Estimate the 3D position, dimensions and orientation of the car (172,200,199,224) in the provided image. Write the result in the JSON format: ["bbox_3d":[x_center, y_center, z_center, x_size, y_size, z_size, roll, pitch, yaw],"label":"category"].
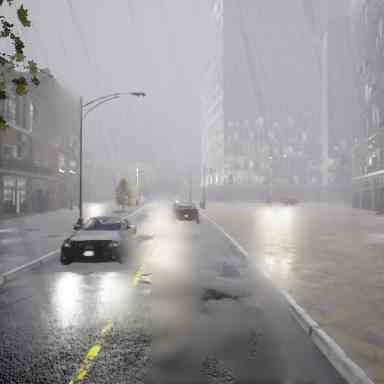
[{"bbox_3d":[-0.512,1.482,25.182,1.882,1.535,5.008,0,0,-3],"label":"car"}]

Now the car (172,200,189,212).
[{"bbox_3d":[-1.441,1.607,40.027,1.895,1.301,4.718,0,0,-4],"label":"car"}]

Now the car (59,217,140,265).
[{"bbox_3d":[-2.986,1.565,11.506,1.994,1.385,4.181,0,0,-1],"label":"car"}]

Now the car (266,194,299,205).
[{"bbox_3d":[13.957,1.201,51.535,5.009,1.841,2.192,0,-1,15],"label":"car"}]
